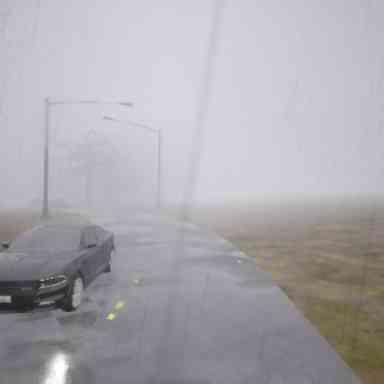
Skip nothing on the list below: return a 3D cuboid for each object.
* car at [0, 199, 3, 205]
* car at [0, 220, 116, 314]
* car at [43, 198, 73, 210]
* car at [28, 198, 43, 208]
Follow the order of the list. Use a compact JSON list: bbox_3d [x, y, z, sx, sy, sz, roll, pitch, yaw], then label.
[{"bbox_3d":[-41.406,2.117,70.458,2.033,1.411,5.357,2,-2,-40],"label":"car"},{"bbox_3d":[-3.145,1.492,7.954,1.882,1.535,5.008,0,0,-1],"label":"car"},{"bbox_3d":[-18.243,1.669,46.140,2.128,1.511,4.902,2,-2,-44],"label":"car"},{"bbox_3d":[-27.118,1.837,58.863,4.553,1.767,2.097,-1,-2,36],"label":"car"}]
